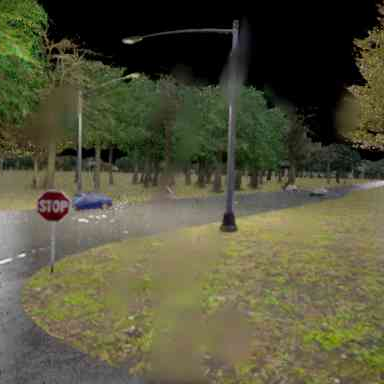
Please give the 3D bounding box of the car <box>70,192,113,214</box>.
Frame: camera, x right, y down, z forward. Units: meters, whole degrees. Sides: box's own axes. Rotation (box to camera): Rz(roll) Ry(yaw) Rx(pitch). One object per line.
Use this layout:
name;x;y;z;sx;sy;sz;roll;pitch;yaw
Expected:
car;-8.087;0.758;25.003;1.812;1.442;4.674;4;5;35

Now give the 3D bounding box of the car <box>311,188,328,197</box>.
car;20.412;-0.021;53.214;1.994;1.385;4.181;4;4;32

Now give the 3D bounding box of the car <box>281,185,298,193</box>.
car;18.063;-0.567;61.546;1.837;1.490;4.892;4;6;35
